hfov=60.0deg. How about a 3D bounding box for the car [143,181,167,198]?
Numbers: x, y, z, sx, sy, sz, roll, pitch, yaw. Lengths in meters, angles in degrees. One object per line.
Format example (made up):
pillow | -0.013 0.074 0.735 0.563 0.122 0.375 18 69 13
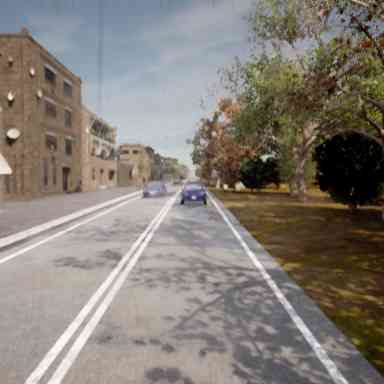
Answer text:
car | -3.298 -0.246 30.284 1.812 1.442 4.674 0 3 0

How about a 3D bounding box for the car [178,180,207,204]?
car | 0.129 0.078 24.531 1.812 1.442 4.674 0 3 0

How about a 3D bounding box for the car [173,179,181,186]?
car | -3.005 -2.109 70.052 2.033 1.411 5.357 0 2 0
